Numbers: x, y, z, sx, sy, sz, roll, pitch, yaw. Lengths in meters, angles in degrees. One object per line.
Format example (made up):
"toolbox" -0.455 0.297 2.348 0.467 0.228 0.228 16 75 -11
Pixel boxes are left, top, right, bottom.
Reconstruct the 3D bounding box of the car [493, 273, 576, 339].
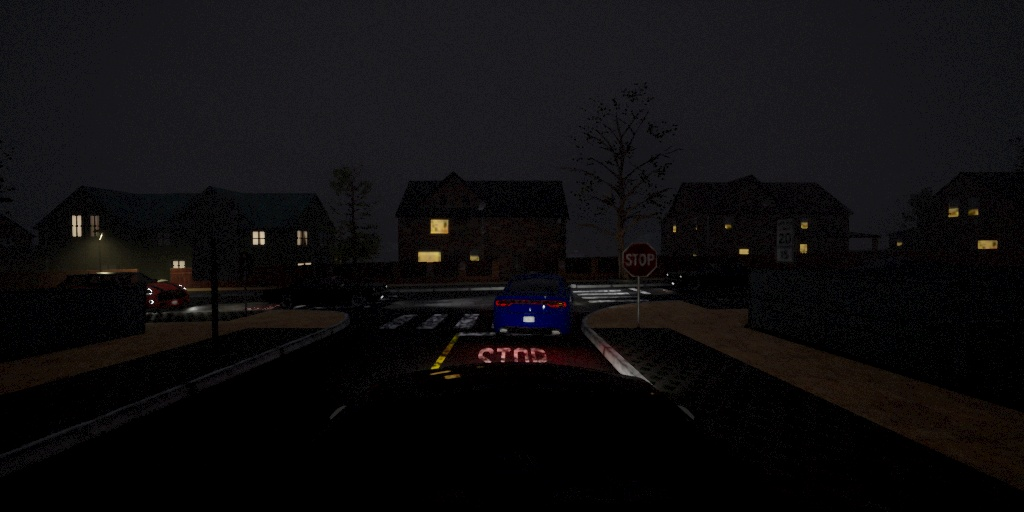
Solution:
"car" 0.790 1.226 10.239 1.882 1.535 5.008 0 0 10

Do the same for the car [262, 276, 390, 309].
"car" -7.806 1.506 15.450 4.718 1.301 1.895 -1 1 0

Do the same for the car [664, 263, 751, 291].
"car" 10.417 1.034 18.370 4.718 1.301 1.895 -1 1 -1

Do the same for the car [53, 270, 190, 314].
"car" -16.793 1.472 15.446 4.553 1.767 2.097 -1 1 0

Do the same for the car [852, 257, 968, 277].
"car" 20.063 0.753 18.403 5.357 1.411 2.033 -1 1 0
